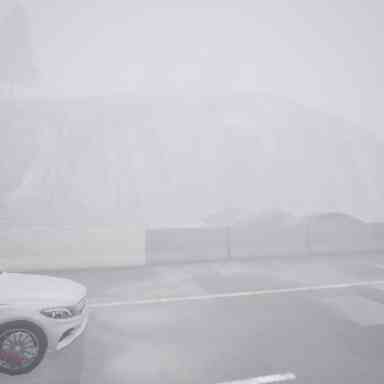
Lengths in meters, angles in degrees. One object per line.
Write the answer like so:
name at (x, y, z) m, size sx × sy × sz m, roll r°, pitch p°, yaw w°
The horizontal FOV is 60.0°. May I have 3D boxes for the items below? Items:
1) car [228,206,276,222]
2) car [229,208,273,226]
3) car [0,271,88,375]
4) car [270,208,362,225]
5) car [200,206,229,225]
car at (5.613, 1.951, 25.552) m, size 4.892 × 1.490 × 1.837 m, roll 0°, pitch -1°, yaw -16°
car at (4.897, 1.943, 21.704) m, size 4.181 × 1.385 × 1.994 m, roll 0°, pitch -1°, yaw -16°
car at (-3.929, 1.626, 4.736) m, size 4.674 × 1.442 × 1.812 m, roll 0°, pitch -1°, yaw -13°
car at (7.209, 1.824, 18.729) m, size 4.892 × 1.490 × 1.837 m, roll 0°, pitch -1°, yaw -16°
car at (3.091, 2.010, 28.468) m, size 4.892 × 1.490 × 1.837 m, roll 0°, pitch -1°, yaw -16°
